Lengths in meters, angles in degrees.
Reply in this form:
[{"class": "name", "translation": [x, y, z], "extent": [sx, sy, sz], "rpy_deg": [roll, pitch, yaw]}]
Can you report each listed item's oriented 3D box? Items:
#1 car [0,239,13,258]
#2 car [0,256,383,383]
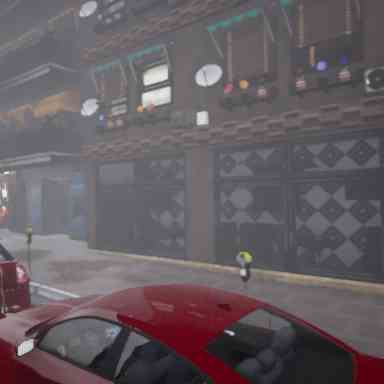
[{"class": "car", "translation": [-4.863, 1.447, 6.224], "extent": [4.097, 1.590, 1.967], "rpy_deg": [0, -1, 36]}, {"class": "car", "translation": [-0.365, 1.547, 3.004], "extent": [4.507, 1.381, 1.887], "rpy_deg": [0, -1, 36]}]
